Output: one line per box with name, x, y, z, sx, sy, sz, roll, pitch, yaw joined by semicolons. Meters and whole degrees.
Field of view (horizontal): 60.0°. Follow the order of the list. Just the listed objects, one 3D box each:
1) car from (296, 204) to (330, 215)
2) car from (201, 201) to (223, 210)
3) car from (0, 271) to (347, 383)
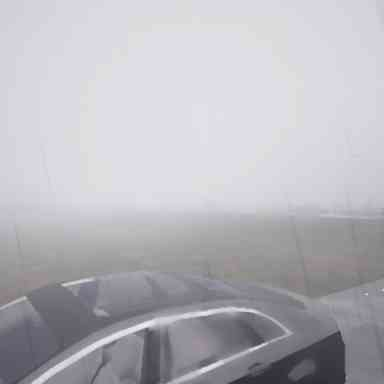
car;15.742;2.284;43.515;1.994;1.385;4.181;1;-1;-35
car;3.665;2.361;60.472;2.097;1.767;4.553;1;-1;-35
car;-0.796;1.497;2.501;4.902;1.511;2.128;1;0;-35
